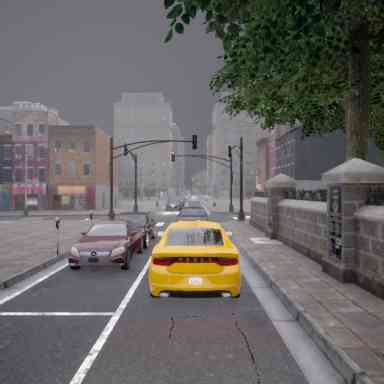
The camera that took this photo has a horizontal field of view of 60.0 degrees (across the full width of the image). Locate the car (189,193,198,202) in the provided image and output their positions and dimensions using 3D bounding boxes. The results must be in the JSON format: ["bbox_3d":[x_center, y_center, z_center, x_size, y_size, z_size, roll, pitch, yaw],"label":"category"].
[{"bbox_3d":[0.368,1.508,66.839,1.812,1.442,4.674,0,0,0],"label":"car"}]

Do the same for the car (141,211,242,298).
[{"bbox_3d":[0.076,1.477,8.561,1.882,1.535,5.008,0,0,0],"label":"car"}]

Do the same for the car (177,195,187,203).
[{"bbox_3d":[-2.132,1.480,71.825,1.837,1.490,4.892,0,0,0],"label":"car"}]

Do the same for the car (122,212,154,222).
[{"bbox_3d":[-2.621,1.565,14.629,1.947,1.339,4.313,0,0,0],"label":"car"}]

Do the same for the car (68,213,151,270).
[{"bbox_3d":[-2.625,1.581,10.966,1.802,1.307,4.206,0,0,0],"label":"car"}]

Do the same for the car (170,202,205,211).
[{"bbox_3d":[0.026,1.546,19.050,2.033,1.411,5.357,0,0,0],"label":"car"}]

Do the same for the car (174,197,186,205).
[{"bbox_3d":[-2.201,1.586,61.624,1.895,1.301,4.718,0,0,0],"label":"car"}]

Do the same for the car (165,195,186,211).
[{"bbox_3d":[-2.239,1.482,41.628,2.128,1.511,4.902,0,0,0],"label":"car"}]
